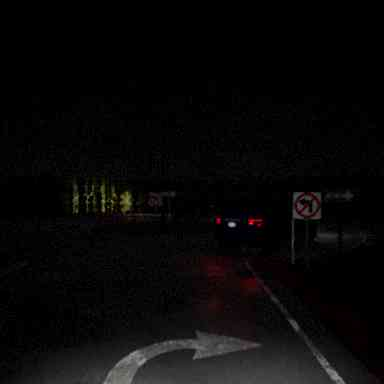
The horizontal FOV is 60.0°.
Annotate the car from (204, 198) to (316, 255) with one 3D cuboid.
[{"bbox_3d":[3.195,1.253,13.819,2.150,2.045,5.566,-1,-1,41],"label":"car"}]

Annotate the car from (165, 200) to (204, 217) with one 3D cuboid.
[{"bbox_3d":[-0.280,1.565,32.251,4.902,1.511,2.128,0,-1,18],"label":"car"}]
